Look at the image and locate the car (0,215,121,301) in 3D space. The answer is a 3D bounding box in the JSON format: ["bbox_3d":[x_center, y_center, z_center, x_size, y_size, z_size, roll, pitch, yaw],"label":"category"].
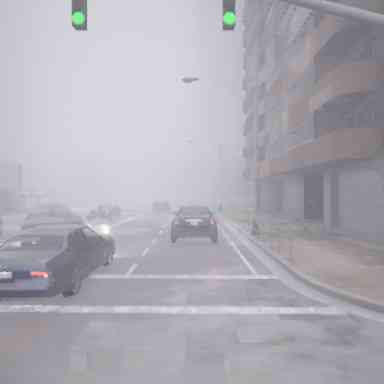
[{"bbox_3d":[-3.401,1.554,8.549,2.033,1.411,5.357,0,0,0],"label":"car"}]

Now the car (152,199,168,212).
[{"bbox_3d":[-3.475,1.509,38.597,1.882,1.535,5.008,0,0,0],"label":"car"}]

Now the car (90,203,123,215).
[{"bbox_3d":[-7.074,1.623,27.200,1.895,1.301,4.718,0,0,0],"label":"car"}]

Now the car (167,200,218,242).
[{"bbox_3d":[0.096,1.367,16.500,2.097,1.767,4.553,0,0,0],"label":"car"}]

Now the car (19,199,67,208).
[{"bbox_3d":[-10.579,1.525,24.916,1.837,1.490,4.892,0,0,0],"label":"car"}]

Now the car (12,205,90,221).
[{"bbox_3d":[-7.097,1.578,17.240,1.994,1.385,4.181,0,0,0],"label":"car"}]

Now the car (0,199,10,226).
[{"bbox_3d":[-10.599,1.364,14.971,2.097,1.767,4.553,0,0,0],"label":"car"}]
